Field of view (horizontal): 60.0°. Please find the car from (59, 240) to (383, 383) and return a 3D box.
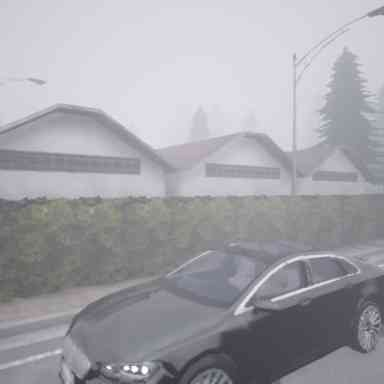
[{"bbox_3d":[0.826,1.492,4.565,4.902,1.511,2.128,0,0,-35],"label":"car"}]
